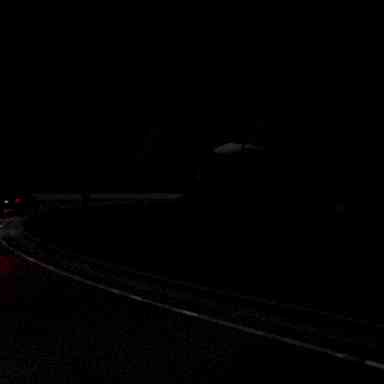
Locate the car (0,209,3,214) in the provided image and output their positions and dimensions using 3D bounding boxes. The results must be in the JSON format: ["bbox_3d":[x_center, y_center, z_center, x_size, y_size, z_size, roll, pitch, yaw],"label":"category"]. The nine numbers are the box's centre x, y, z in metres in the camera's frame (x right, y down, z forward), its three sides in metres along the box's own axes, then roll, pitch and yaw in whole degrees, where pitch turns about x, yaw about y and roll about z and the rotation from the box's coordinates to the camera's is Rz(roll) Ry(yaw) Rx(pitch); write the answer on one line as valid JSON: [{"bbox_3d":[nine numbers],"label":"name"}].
[{"bbox_3d":[-8.604,1.381,12.462,1.812,1.442,4.674,0,1,-39],"label":"car"}]

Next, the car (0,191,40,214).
[{"bbox_3d":[-16.139,0.902,31.123,2.150,2.045,5.566,0,0,-7],"label":"car"}]
